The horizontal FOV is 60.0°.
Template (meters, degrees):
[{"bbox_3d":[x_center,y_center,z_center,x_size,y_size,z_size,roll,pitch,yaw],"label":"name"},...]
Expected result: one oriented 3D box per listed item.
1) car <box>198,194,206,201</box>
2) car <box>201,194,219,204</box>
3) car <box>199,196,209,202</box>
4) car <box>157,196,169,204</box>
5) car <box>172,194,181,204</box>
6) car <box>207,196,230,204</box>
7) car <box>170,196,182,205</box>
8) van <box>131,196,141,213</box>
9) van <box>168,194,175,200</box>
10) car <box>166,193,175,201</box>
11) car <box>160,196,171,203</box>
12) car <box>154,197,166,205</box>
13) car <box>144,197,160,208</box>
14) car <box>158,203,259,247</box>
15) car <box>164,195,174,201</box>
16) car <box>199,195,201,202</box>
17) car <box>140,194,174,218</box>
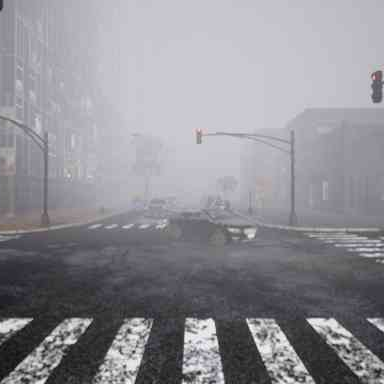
[{"bbox_3d":[2.708,1.450,87.842,1.967,1.590,4.097,1,0,0],"label":"car"},{"bbox_3d":[2.709,1.321,42.451,2.192,1.841,5.009,1,0,0],"label":"car"},{"bbox_3d":[2.706,1.575,76.495,1.947,1.339,4.313,1,0,0],"label":"car"},{"bbox_3d":[-5.675,1.574,65.108,1.947,1.339,4.313,1,0,0],"label":"car"},{"bbox_3d":[-3.092,1.359,46.659,2.097,1.767,4.553,0,0,0],"label":"car"},{"bbox_3d":[2.706,1.445,31.103,1.967,1.590,4.097,1,0,0],"label":"car"},{"bbox_3d":[-2.998,1.608,64.114,2.033,1.411,5.357,0,0,0],"label":"car"},{"bbox_3d":[-5.672,1.347,36.738,1.690,1.788,3.998,1,0,0],"label":"van"},{"bbox_3d":[-5.669,1.351,93.478,1.690,1.788,3.998,1,0,0],"label":"van"},{"bbox_3d":[-5.669,1.324,87.804,2.192,1.841,5.009,1,0,0],"label":"car"},{"bbox_3d":[-5.674,1.574,70.782,1.947,1.339,4.313,1,0,0],"label":"car"},{"bbox_3d":[-5.675,1.590,59.434,1.802,1.307,4.206,1,0,0],"label":"car"},{"bbox_3d":[-5.675,1.532,47.916,1.752,1.417,4.829,1,0,0],"label":"car"},{"bbox_3d":[0.809,1.496,15.207,2.128,1.511,4.902,-1,0,-39],"label":"car"},{"bbox_3d":[-5.673,1.560,82.130,2.008,1.369,4.403,1,0,0],"label":"car"},{"bbox_3d":[2.710,1.323,65.147,2.192,1.841,5.009,1,0,0],"label":"car"},{"bbox_3d":[-3.097,1.358,30.408,2.097,1.767,4.553,0,0,0],"label":"car"}]
